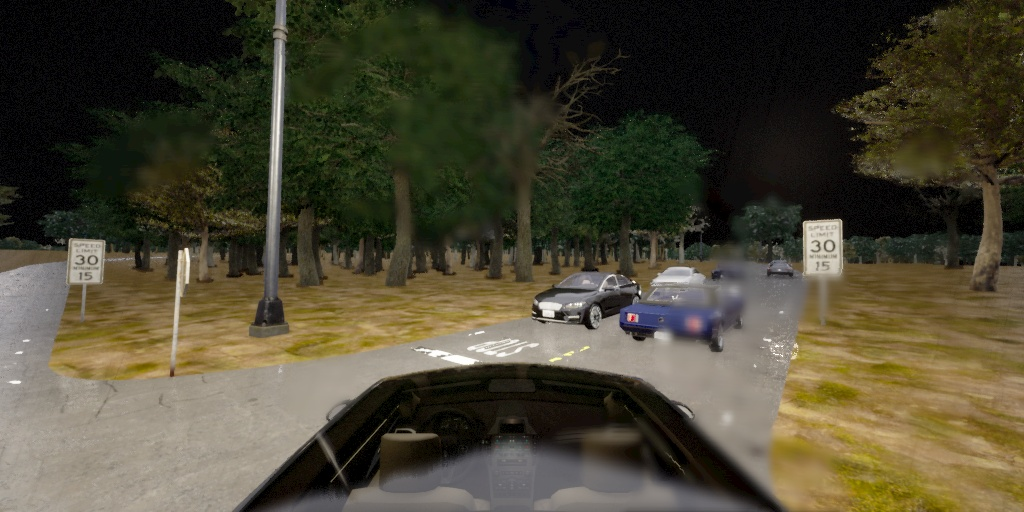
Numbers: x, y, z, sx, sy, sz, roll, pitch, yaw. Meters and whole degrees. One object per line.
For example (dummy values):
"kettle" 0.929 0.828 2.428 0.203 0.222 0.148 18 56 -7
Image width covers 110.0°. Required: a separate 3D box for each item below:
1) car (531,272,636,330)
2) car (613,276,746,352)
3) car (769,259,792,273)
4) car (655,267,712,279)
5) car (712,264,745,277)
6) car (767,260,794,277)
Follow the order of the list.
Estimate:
"car" 2.553 1.277 11.471 2.128 1.511 4.902 -1 -1 40
"car" 4.506 1.348 8.983 1.895 1.301 4.718 -1 -1 40
"car" 31.819 1.153 42.629 2.128 1.511 4.902 -1 0 36
"car" 8.888 1.302 18.961 1.812 1.442 4.674 -1 -1 40
"car" 17.887 1.354 29.636 1.895 1.301 4.718 -1 0 40
"car" 25.866 1.257 34.586 1.994 1.385 4.181 -1 0 38
